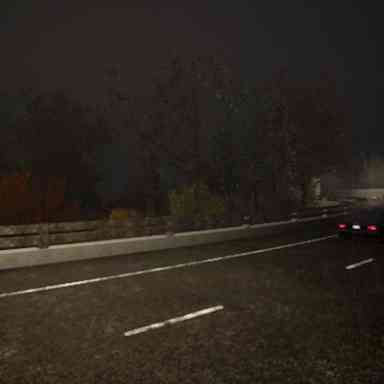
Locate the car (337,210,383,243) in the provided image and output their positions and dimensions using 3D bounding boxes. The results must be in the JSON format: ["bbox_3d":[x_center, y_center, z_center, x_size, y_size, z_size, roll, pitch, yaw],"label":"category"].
[{"bbox_3d":[8.904,1.566,16.211,2.033,1.411,5.357,0,0,45],"label":"car"}]
